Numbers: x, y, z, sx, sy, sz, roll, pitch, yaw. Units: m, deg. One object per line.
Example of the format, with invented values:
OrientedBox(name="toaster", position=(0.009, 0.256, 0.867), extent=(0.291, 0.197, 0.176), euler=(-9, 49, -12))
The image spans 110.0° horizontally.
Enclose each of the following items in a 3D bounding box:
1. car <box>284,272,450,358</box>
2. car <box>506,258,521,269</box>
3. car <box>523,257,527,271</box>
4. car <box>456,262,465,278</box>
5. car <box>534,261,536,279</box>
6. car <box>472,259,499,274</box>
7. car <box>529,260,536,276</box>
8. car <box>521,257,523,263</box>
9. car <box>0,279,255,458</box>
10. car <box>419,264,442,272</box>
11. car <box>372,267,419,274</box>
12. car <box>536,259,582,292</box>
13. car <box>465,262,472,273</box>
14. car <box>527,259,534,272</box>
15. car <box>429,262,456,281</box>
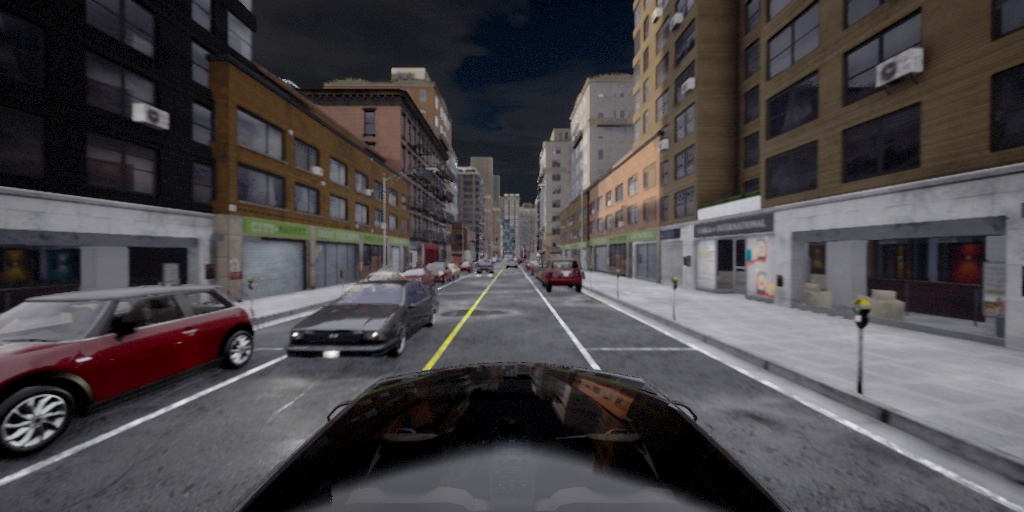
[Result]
OrientedBox(name="car", position=(-3.091, 1.299, 8.801), extent=(2.033, 1.411, 5.357), euler=(0, 0, 0))
OrientedBox(name="car", position=(0.009, 1.406, 59.549), extent=(1.994, 1.385, 4.181), euler=(0, 0, 0))
OrientedBox(name="car", position=(2.864, 1.253, 48.790), extent=(1.967, 1.591, 4.097), euler=(0, 0, 0))
OrientedBox(name="car", position=(-5.664, 1.303, 32.131), extent=(1.751, 1.417, 4.829), euler=(0, 0, 0))
OrientedBox(name="car", position=(2.861, 1.294, 26.974), extent=(1.751, 1.417, 4.829), euler=(0, 0, 0))
OrientedBox(name="car", position=(-3.012, 1.345, 41.788), extent=(2.033, 1.411, 5.357), euler=(0, 0, 0))
OrientedBox(name="car", position=(2.862, 1.328, 32.300), extent=(2.007, 1.370, 4.403), euler=(0, 0, 0))
OrientedBox(name="car", position=(2.865, 1.267, 54.287), extent=(1.967, 1.591, 4.097), euler=(0, 0, 0))
OrientedBox(name="car", position=(-5.668, 1.190, 4.819), extent=(1.967, 1.591, 4.097), euler=(0, 0, 0))
OrientedBox(name="car", position=(-5.665, 1.343, 21.309), extent=(1.802, 1.307, 4.207), euler=(0, 0, 0))
OrientedBox(name="car", position=(-5.667, 1.281, 15.642), extent=(1.751, 1.417, 4.829), euler=(0, 0, 0))
OrientedBox(name="car", position=(2.860, 1.076, 21.308), extent=(2.192, 1.841, 5.009), euler=(0, 0, 0))
OrientedBox(name="car", position=(-5.662, 1.345, 43.295), extent=(1.888, 1.381, 4.507), euler=(0, 0, 0))
OrientedBox(name="car", position=(2.863, 1.333, 37.797), extent=(1.888, 1.381, 4.507), euler=(0, 0, 0))
OrientedBox(name="car", position=(-5.665, 1.208, 26.805), extent=(1.967, 1.591, 4.097), euler=(0, 0, 0))
